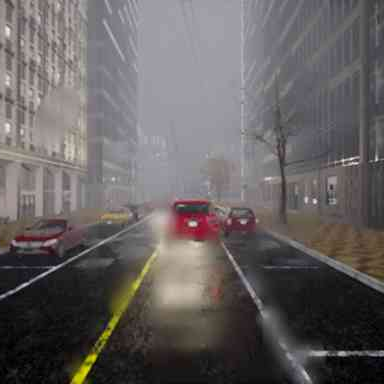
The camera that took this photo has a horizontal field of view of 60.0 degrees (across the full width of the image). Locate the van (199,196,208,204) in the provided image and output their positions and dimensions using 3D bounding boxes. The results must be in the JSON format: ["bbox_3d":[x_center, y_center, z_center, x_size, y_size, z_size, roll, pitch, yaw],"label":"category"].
[{"bbox_3d":[2.536,1.754,73.946,1.690,1.788,3.998,0,0,0],"label":"van"}]

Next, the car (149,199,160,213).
[{"bbox_3d":[-5.332,1.814,40.658,1.802,1.307,4.206,0,0,0],"label":"car"}]

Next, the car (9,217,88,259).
[{"bbox_3d":[-5.321,1.657,12.920,1.802,1.307,4.206,0,0,0],"label":"car"}]

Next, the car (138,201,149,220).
[{"bbox_3d":[-5.327,1.736,29.562,1.947,1.339,4.313,0,0,0],"label":"car"}]

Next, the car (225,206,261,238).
[{"bbox_3d":[2.556,1.548,18.471,1.967,1.590,4.097,0,0,0],"label":"car"}]

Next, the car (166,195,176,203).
[{"bbox_3d":[-5.349,1.785,85.038,2.192,1.841,5.009,0,0,0],"label":"car"}]

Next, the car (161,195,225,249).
[{"bbox_3d":[0.033,1.309,15.068,2.150,2.045,5.566,0,0,0],"label":"car"}]

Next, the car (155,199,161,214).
[{"bbox_3d":[-2.800,1.824,38.996,1.895,1.301,4.718,0,0,1],"label":"car"}]

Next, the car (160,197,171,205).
[{"bbox_3d":[-5.342,1.823,68.395,1.967,1.590,4.097,0,0,0],"label":"car"}]

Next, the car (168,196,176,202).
[{"bbox_3d":[-5.350,1.939,90.585,1.967,1.590,4.097,0,0,0],"label":"car"}]

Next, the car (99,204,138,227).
[{"bbox_3d":[-5.325,1.663,23.845,1.752,1.417,4.829,0,0,0],"label":"car"}]

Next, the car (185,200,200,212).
[{"bbox_3d":[0.083,1.816,44.445,1.994,1.385,4.181,0,0,0],"label":"car"}]

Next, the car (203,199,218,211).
[{"bbox_3d":[2.546,1.789,46.378,1.752,1.417,4.829,0,0,0],"label":"car"}]

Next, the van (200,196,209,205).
[{"bbox_3d":[2.538,1.724,68.398,1.690,1.788,3.998,0,0,0],"label":"van"}]

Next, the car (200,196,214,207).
[{"bbox_3d":[2.546,1.639,57.302,2.192,1.841,5.009,0,0,0],"label":"car"}]

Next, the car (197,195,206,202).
[{"bbox_3d":[2.530,1.814,90.588,2.192,1.841,5.009,0,0,0],"label":"car"}]

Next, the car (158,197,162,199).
[{"bbox_3d":[-5.336,1.838,51.753,1.887,1.381,4.507,0,0,0],"label":"car"}]
